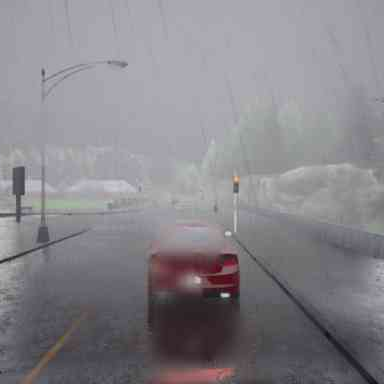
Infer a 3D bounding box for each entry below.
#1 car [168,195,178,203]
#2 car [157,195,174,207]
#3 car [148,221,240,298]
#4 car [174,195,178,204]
[{"bbox_3d":[-4.050,1.482,70.864,1.837,1.490,4.892,0,0,0],"label":"car"},{"bbox_3d":[-4.130,1.513,50.781,1.812,1.442,4.674,0,0,0],"label":"car"},{"bbox_3d":[0.053,1.476,8.550,1.882,1.535,5.008,0,0,0],"label":"car"},{"bbox_3d":[-4.123,1.511,60.699,1.812,1.442,4.674,0,0,1],"label":"car"}]
